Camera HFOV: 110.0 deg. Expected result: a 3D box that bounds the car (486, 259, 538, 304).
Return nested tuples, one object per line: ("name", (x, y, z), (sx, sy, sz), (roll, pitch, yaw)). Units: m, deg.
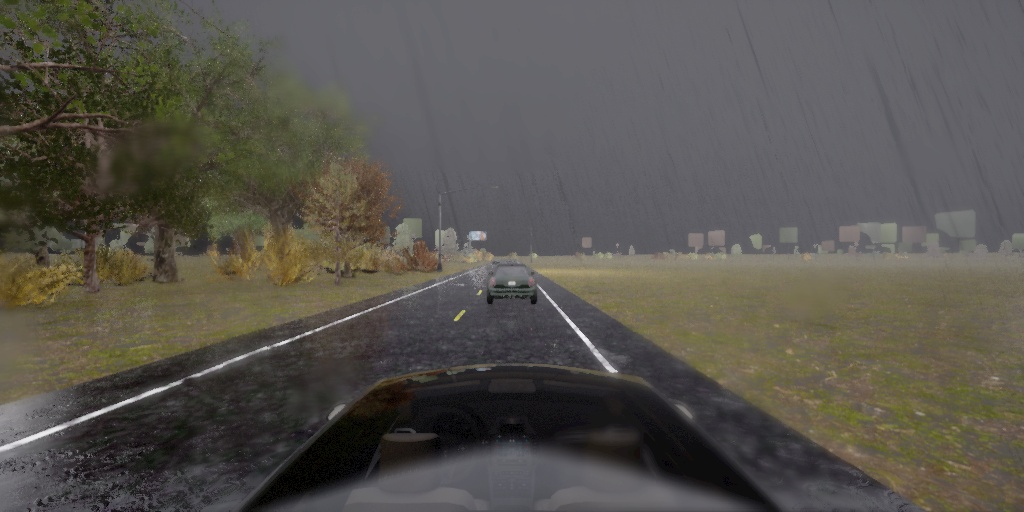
("car", (0.000, 1.114, 16.470), (2.097, 1.767, 4.553), (0, 0, 0))
